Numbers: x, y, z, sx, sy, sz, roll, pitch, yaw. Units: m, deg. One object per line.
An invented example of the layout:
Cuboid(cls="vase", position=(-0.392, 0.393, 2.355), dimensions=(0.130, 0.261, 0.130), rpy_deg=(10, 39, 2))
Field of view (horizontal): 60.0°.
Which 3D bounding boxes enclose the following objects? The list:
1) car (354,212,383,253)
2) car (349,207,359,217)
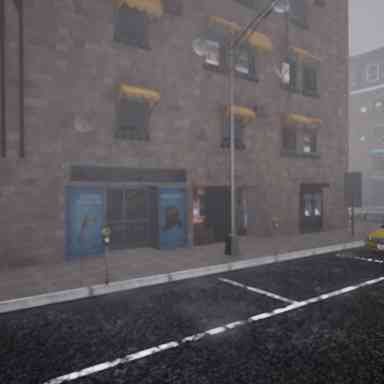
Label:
Cuboid(cls="car", position=(8.299, 1.510, 12.488), dimensions=(4.829, 1.417, 1.752), rpy_deg=(0, 0, -36))
Cuboid(cls="car", position=(12.383, 1.481, 29.637), dimensions=(1.812, 1.442, 4.674), rpy_deg=(-1, 0, -34))
